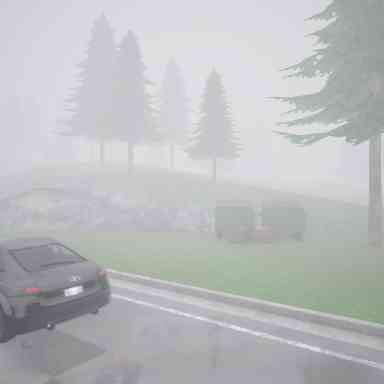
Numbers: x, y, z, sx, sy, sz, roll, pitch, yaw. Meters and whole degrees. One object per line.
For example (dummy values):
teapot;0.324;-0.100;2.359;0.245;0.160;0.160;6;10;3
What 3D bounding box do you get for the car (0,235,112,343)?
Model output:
car;-3.530;1.564;6.510;4.181;1.385;1.994;0;0;35
